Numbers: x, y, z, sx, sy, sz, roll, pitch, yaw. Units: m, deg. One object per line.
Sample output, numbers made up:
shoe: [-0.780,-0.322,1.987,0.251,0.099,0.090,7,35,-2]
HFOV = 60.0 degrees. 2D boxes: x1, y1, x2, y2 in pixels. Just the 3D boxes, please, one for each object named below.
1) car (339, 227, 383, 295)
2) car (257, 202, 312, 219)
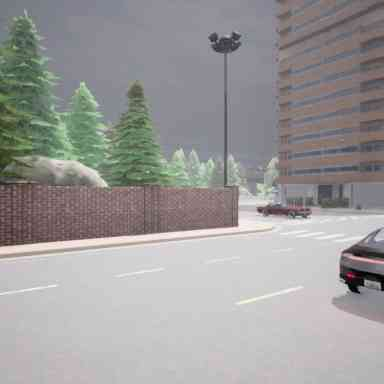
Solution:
car: [5.290,1.491,7.515,4.902,1.511,2.128,0,0,-36]
car: [7.979,1.545,28.982,1.895,1.301,4.718,0,0,-35]
